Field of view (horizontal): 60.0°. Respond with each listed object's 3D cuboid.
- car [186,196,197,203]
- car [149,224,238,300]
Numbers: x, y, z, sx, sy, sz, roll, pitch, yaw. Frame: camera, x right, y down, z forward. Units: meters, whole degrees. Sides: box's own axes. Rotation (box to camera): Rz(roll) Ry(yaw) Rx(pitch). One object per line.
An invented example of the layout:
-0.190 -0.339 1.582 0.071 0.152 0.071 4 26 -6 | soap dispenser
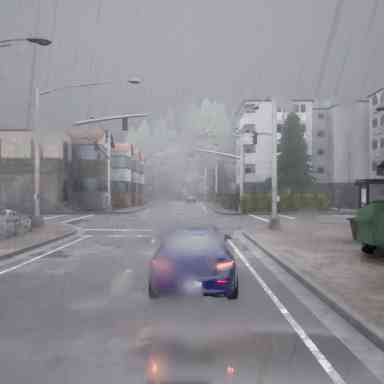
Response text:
-0.143 1.526 66.933 1.812 1.442 4.674 0 0 0 | car
0.040 1.526 8.290 1.812 1.442 4.674 0 0 0 | car
